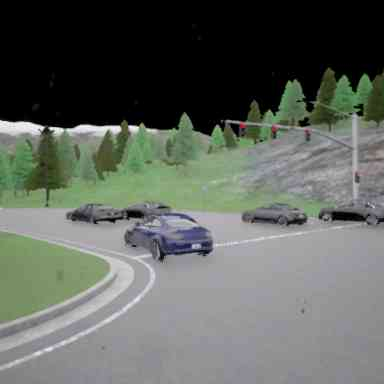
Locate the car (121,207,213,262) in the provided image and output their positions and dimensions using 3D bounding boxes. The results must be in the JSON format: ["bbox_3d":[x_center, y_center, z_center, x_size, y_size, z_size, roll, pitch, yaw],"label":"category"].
[{"bbox_3d":[-0.965,1.498,12.181,1.812,1.442,4.674,0,0,-28],"label":"car"}]

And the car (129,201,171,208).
[{"bbox_3d":[-3.519,1.453,25.284,2.128,1.511,4.902,-1,0,-43],"label":"car"}]

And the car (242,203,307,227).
[{"bbox_3d":[5.209,1.409,21.361,1.994,1.385,4.181,-1,0,-40],"label":"car"}]

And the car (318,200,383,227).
[{"bbox_3d":[10.274,1.264,20.675,2.128,1.511,4.902,-1,0,-34],"label":"car"}]

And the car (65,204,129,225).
[{"bbox_3d":[-7.194,1.568,24.257,5.357,1.411,2.033,-1,0,43],"label":"car"}]
